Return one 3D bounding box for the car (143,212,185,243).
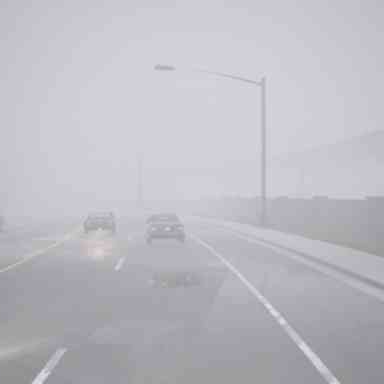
[{"bbox_3d":[-1.533,1.787,17.565,2.033,1.411,5.357,0,-1,-10],"label":"car"}]

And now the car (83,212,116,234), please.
[{"bbox_3d":[-5.981,1.967,22.053,1.895,1.301,4.718,0,-1,-12],"label":"car"}]

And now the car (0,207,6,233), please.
[{"bbox_3d":[-12.994,1.865,20.303,1.882,1.535,5.008,0,-1,-13],"label":"car"}]
